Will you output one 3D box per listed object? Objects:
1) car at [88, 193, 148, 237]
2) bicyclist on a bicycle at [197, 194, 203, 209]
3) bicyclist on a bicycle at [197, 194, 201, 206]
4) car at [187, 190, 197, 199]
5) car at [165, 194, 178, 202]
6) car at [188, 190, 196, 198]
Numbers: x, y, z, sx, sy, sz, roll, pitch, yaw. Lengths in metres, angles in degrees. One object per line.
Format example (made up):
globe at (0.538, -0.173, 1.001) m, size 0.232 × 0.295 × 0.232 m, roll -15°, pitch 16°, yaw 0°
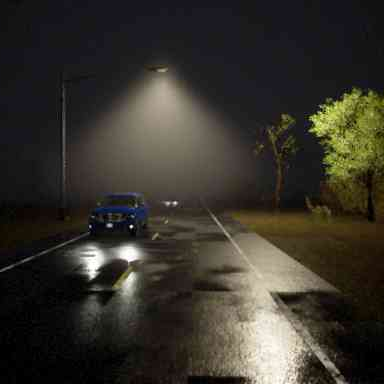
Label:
car at (-3.597, 1.076, 17.304) m, size 2.150 × 2.045 × 5.566 m, roll 0°, pitch 0°, yaw 0°
bicyclist on a bicycle at (0.965, 1.135, 37.235) m, size 0.582 × 1.620 × 1.656 m, roll 0°, pitch 0°, yaw 0°
bicyclist on a bicycle at (0.966, 1.056, 46.268) m, size 0.582 × 1.620 × 1.656 m, roll 0°, pitch 0°, yaw 0°
car at (0.004, 0.920, 73.369) m, size 1.994 × 1.385 × 4.181 m, roll 0°, pitch 0°, yaw 0°
car at (-3.542, 1.064, 58.049) m, size 1.994 × 1.385 × 4.181 m, roll 0°, pitch 1°, yaw 1°
car at (0.005, 0.483, 84.848) m, size 2.150 × 2.045 × 5.566 m, roll 0°, pitch 0°, yaw 0°
